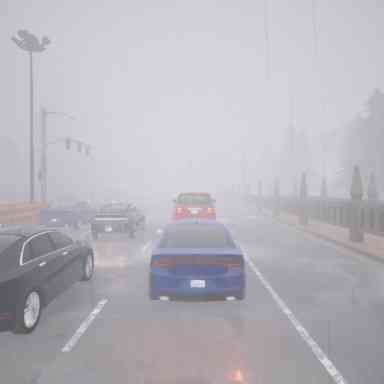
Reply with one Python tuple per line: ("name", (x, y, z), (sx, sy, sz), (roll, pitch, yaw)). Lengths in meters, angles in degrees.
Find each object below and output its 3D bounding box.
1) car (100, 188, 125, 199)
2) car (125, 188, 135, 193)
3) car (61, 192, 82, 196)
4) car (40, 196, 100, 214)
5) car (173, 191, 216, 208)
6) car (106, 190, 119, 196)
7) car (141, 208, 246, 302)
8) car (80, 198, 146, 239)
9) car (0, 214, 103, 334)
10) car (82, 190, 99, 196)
("car", (-13.895, 0.369, 58.341), (2.150, 2.045, 5.566), (0, 1, 0))
("car", (-13.778, 0.216, 68.663), (2.150, 2.045, 5.566), (0, 1, 0))
("car", (-20.898, 0.699, 56.599), (1.812, 1.442, 4.674), (0, 1, 1))
("car", (-6.867, 1.219, 19.047), (1.882, 1.535, 5.008), (0, 1, 0))
("car", (0.125, 0.978, 18.047), (2.150, 2.045, 5.566), (0, 1, 0))
("car", (-20.708, 0.252, 87.081), (2.033, 1.411, 5.357), (0, 1, 0))
("car", (0.102, 1.384, 8.177), (1.882, 1.535, 5.008), (0, 1, 0))
("car", (-3.377, 1.280, 15.964), (2.128, 1.511, 4.902), (0, 1, 0))
("car", (-3.400, 1.435, 6.591), (1.837, 1.490, 4.892), (0, 1, 0))
("car", (-20.787, 0.379, 66.252), (2.097, 1.767, 4.553), (0, 1, 0))
